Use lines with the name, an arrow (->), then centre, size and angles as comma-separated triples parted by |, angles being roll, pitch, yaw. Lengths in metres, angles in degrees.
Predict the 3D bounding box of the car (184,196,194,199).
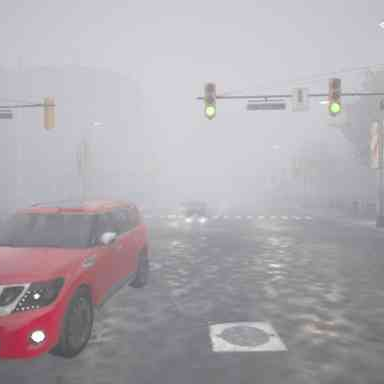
car -> -0.577, 1.526, 51.764 | 1.812, 1.442, 4.674 | 0, 0, 6

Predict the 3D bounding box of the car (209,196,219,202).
car -> 3.643, 1.339, 56.504 | 1.812, 1.442, 4.674 | 0, 0, 5

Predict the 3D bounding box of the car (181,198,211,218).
car -> 0.573, 1.547, 30.735 | 2.033, 1.411, 5.357 | 0, 0, 7

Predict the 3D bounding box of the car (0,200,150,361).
car -> -2.379, 1.228, 6.461 | 2.150, 2.045, 5.566 | 0, 0, 7

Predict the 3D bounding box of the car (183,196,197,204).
car -> -0.471, 1.491, 66.047 | 2.128, 1.511, 4.902 | 0, 0, -9
